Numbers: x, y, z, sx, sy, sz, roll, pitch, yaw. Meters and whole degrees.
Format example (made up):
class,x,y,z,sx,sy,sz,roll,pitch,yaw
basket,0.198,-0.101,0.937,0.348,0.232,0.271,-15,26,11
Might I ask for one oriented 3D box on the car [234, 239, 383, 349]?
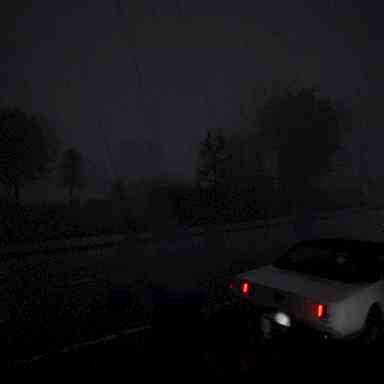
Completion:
class,x,y,z,sx,sy,sz,roll,pitch,yaw
car,3.067,1.560,6.237,4.718,1.301,1.895,-1,0,-38
